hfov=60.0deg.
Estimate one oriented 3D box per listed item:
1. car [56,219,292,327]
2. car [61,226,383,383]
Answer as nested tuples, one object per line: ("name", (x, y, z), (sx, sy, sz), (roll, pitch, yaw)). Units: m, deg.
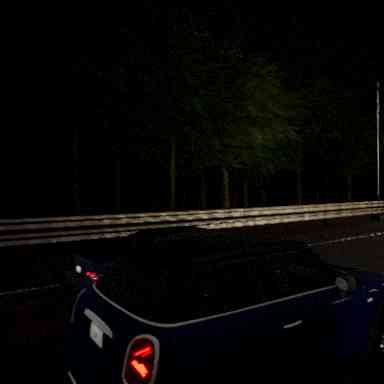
("car", (-0.169, 1.541, 7.927), (5.357, 1.411, 2.033), (0, 0, -36))
("car", (0.834, 1.348, 4.341), (4.553, 1.767, 2.097), (0, 0, -35))
